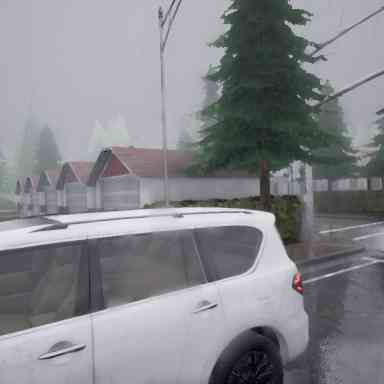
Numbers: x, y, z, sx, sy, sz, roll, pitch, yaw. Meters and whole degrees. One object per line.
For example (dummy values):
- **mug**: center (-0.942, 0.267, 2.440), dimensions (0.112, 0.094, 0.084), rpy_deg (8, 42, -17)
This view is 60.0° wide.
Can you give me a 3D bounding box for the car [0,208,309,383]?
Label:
- **car**: center (-1.321, 1.238, 3.045), dimensions (5.566, 2.045, 2.150), rpy_deg (-1, 0, -34)
